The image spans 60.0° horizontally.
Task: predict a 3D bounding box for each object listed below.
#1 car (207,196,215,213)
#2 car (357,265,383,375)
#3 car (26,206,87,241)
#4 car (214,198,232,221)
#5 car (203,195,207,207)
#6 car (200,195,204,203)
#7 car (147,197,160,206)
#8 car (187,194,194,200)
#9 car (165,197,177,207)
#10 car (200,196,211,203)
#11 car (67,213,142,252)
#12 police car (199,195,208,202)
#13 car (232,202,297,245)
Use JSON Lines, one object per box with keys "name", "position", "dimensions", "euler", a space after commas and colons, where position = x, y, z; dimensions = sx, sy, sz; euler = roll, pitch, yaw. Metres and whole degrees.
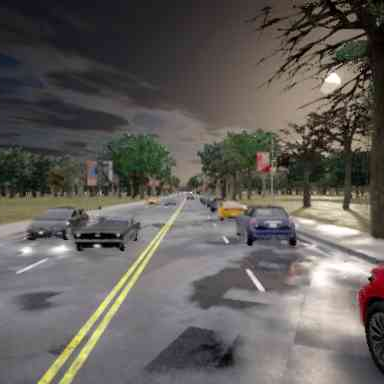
{"name": "car", "position": [3.162, 1.506, 38.955], "dimensions": [2.033, 1.649, 4.856], "euler": [0, 0, 0]}
{"name": "car", "position": [3.328, 1.219, 2.290], "dimensions": [2.150, 2.045, 5.566], "euler": [0, -1, 2]}
{"name": "car", "position": [-6.621, 1.535, 16.990], "dimensions": [1.837, 1.490, 4.892], "euler": [0, 0, 0]}
{"name": "car", "position": [3.202, 1.530, 27.950], "dimensions": [1.882, 1.535, 5.008], "euler": [0, 0, 0]}
{"name": "car", "position": [3.109, 1.601, 49.960], "dimensions": [1.837, 1.490, 4.892], "euler": [0, 0, 0]}
{"name": "car", "position": [3.044, 1.471, 60.936], "dimensions": [2.097, 1.767, 4.553], "euler": [0, 0, 0]}
{"name": "car", "position": [-6.730, 1.590, 58.209], "dimensions": [1.882, 1.535, 5.008], "euler": [0, 0, 0]}
{"name": "car", "position": [-0.451, 1.408, 91.913], "dimensions": [2.097, 1.767, 4.553], "euler": [0, 0, -1]}
{"name": "car", "position": [-3.482, 1.611, 55.117], "dimensions": [1.837, 1.490, 4.892], "euler": [0, 0, 0]}
{"name": "car", "position": [2.966, 1.646, 72.001], "dimensions": [2.163, 1.488, 4.792], "euler": [0, 0, 0]}
{"name": "car", "position": [-3.365, 1.625, 14.063], "dimensions": [1.895, 1.301, 4.718], "euler": [0, 0, 0]}
{"name": "police car", "position": [2.876, 1.590, 83.086], "dimensions": [1.930, 1.638, 5.238], "euler": [0, 0, 0]}
{"name": "car", "position": [3.334, 1.380, 15.771], "dimensions": [2.097, 1.767, 4.553], "euler": [0, 0, 0]}
